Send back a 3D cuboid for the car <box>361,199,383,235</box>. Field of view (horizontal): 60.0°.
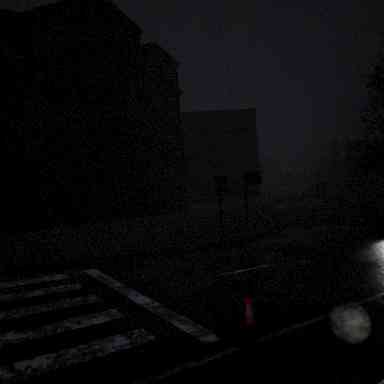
[{"bbox_3d":[9.502,1.033,15.901,2.033,1.411,5.357,-2,2,16],"label":"car"}]

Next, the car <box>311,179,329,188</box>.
[{"bbox_3d":[22.598,-1.511,58.891,1.882,1.535,5.008,-3,1,4],"label":"car"}]
